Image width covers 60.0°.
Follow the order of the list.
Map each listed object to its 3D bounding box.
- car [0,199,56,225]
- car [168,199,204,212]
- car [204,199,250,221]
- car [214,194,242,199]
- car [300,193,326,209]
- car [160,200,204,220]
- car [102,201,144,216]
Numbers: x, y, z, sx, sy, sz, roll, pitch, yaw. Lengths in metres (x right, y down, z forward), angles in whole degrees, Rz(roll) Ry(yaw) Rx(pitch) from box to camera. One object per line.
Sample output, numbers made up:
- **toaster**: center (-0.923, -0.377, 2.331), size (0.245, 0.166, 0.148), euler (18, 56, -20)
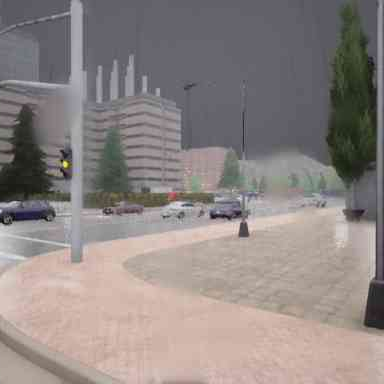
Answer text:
- **car**: center (-12.495, 1.352, 24.387), size (2.097, 1.767, 4.553), euler (0, 0, 36)
- **car**: center (-0.679, 1.601, 40.630), size (1.895, 1.301, 4.718), euler (0, 0, 36)
- **car**: center (3.241, 1.564, 27.834), size (1.994, 1.385, 4.181), euler (0, 0, 36)
- **car**: center (5.470, 1.505, 49.020), size (1.837, 1.490, 4.892), euler (0, 0, 37)
- **car**: center (17.254, 1.221, 47.106), size (2.150, 2.045, 5.566), euler (0, 0, 36)
- **car**: center (-0.782, 1.525, 28.253), size (1.812, 1.442, 4.674), euler (0, 0, 36)
- **car**: center (-6.651, 1.564, 32.437), size (1.994, 1.385, 4.181), euler (0, 0, 36)
